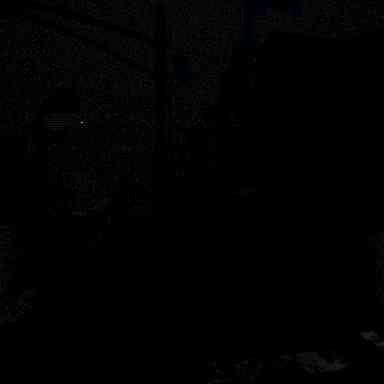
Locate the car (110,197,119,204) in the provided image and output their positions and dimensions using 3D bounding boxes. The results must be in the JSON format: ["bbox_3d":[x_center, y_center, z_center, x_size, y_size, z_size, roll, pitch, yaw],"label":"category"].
[{"bbox_3d":[-20.959,2.249,90.401,2.192,1.841,5.009,-1,0,-11],"label":"car"}]

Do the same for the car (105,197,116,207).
[{"bbox_3d":[-12.219,1.923,47.014,1.967,1.590,4.097,-1,0,-11],"label":"car"}]

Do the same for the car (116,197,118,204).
[{"bbox_3d":[-15.493,2.203,63.284,2.008,1.369,4.403,-1,0,-11],"label":"car"}]

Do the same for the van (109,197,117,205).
[{"bbox_3d":[-18.774,2.162,79.555,1.690,1.788,3.998,-1,0,-11],"label":"van"}]

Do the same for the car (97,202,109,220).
[{"bbox_3d":[-8.939,1.897,30.743,1.802,1.307,4.206,-1,0,-11],"label":"car"}]

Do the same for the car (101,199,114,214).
[{"bbox_3d":[-11.124,1.972,41.590,1.887,1.381,4.507,-1,0,-11],"label":"car"}]

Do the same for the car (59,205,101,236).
[{"bbox_3d":[-6.756,1.747,19.897,1.887,1.381,4.507,-1,0,-11],"label":"car"}]
